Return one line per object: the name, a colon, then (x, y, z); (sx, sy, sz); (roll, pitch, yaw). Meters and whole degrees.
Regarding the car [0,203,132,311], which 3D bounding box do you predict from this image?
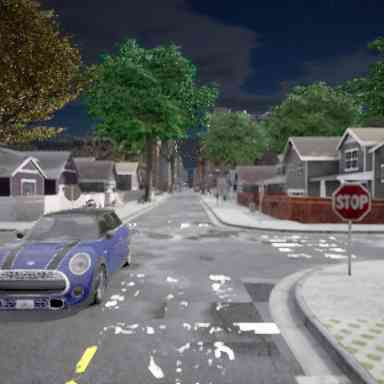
car: (-2.765, 1.224, 7.737); (2.097, 1.767, 4.553); (0, 1, 0)
